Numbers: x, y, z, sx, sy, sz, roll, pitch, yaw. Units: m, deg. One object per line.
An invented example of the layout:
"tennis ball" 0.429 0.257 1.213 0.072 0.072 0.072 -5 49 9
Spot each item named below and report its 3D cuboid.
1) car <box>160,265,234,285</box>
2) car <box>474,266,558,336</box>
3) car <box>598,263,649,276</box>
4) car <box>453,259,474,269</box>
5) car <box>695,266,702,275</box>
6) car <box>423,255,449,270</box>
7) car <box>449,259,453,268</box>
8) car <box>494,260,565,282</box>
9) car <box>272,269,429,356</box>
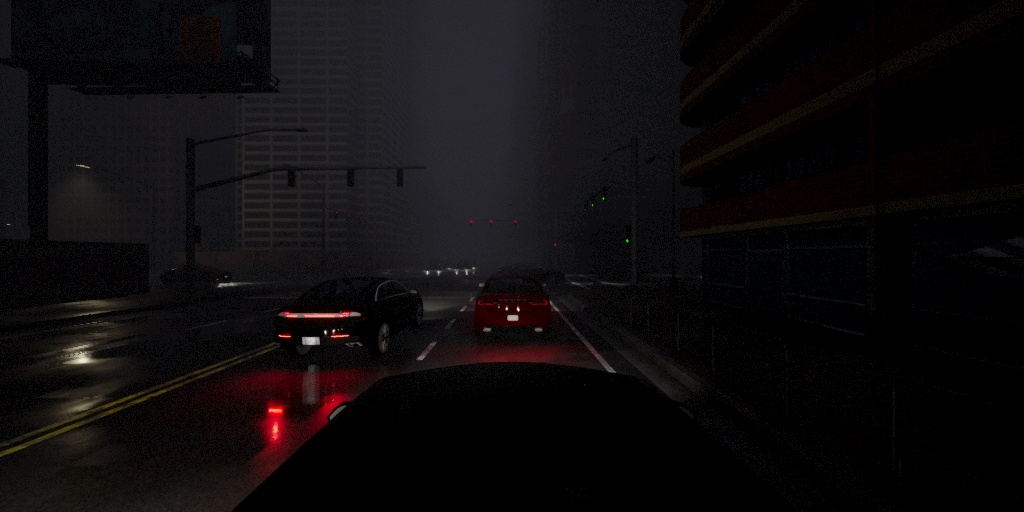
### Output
"car" -22.716 1.314 25.978 4.181 1.385 1.994 0 0 0
"car" 0.014 1.228 10.461 1.882 1.535 5.008 0 0 0
"car" 11.333 1.351 36.766 4.718 1.301 1.895 0 0 2
"car" -7.477 1.255 55.636 1.837 1.490 4.892 0 0 0
"car" 21.460 1.228 36.714 5.008 1.535 1.882 0 0 0
"car" -10.952 1.102 51.728 2.097 1.767 4.553 0 0 0
"car" -10.998 1.297 61.927 2.033 1.411 5.357 0 0 0
"car" 1.362 1.241 26.023 4.902 1.511 2.128 0 0 0
"car" -3.475 1.242 8.573 2.128 1.511 4.902 0 0 -1
